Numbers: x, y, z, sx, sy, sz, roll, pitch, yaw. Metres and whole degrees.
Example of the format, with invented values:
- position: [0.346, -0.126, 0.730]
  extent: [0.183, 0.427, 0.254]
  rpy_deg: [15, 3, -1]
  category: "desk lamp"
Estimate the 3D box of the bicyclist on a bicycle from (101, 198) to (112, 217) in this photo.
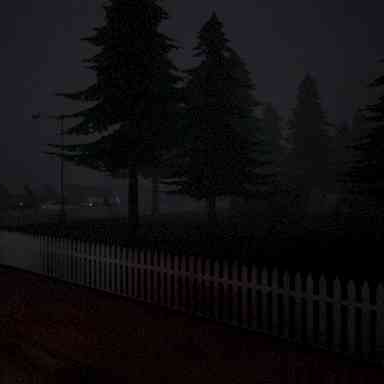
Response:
- position: [-7.176, 1.292, 27.836]
  extent: [1.656, 1.620, 0.582]
  rpy_deg: [0, 0, 34]
  category: "bicyclist on a bicycle"

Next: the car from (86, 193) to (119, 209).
- position: [-12.536, 1.205, 45.707]
  extent: [2.150, 2.045, 5.566]
  rpy_deg: [0, 0, 34]
  category: "car"

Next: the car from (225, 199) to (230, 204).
- position: [4.292, 1.210, 51.455]
  extent: [2.150, 2.045, 5.566]
  rpy_deg: [0, 0, 34]
  category: "car"

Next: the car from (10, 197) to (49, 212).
- position: [-18.032, 1.336, 37.629]
  extent: [2.097, 1.767, 4.553]
  rpy_deg: [0, 0, 34]
  category: "car"

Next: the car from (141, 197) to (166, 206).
- position: [-6.255, 1.475, 54.888]
  extent: [2.128, 1.511, 4.902]
  rpy_deg: [0, 0, 35]
  category: "car"

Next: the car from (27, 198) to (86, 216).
- position: [-13.018, 1.512, 32.209]
  extent: [1.812, 1.442, 4.674]
  rpy_deg: [0, 0, 34]
  category: "car"
